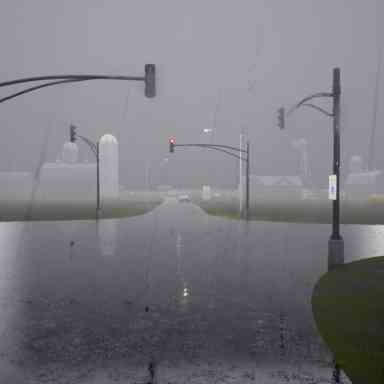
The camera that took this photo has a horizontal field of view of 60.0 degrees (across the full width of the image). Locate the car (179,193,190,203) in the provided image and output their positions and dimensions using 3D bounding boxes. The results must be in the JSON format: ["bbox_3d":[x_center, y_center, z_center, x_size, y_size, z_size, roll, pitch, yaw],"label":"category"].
[{"bbox_3d":[-1.508,1.553,69.874,1.812,1.442,4.674,0,0,-3],"label":"car"}]

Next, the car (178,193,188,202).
[{"bbox_3d":[-2.091,1.189,79.909,2.150,2.045,5.566,0,0,-4],"label":"car"}]
